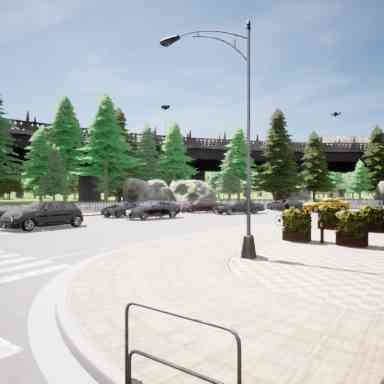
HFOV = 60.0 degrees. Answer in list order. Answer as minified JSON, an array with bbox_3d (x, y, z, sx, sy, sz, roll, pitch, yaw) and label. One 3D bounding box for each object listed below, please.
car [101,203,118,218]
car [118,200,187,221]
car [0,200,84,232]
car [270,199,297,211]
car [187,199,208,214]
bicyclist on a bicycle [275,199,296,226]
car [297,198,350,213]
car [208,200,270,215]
[{"bbox_3d":[-5.844,1.508,29.215,1.994,1.385,4.181,0,0,45],"label":"car"},{"bbox_3d":[-3.144,1.436,27.121,4.902,1.511,2.128,0,0,-44],"label":"car"},{"bbox_3d":[-8.940,1.297,20.050,2.097,1.767,4.553,0,0,37],"label":"car"},{"bbox_3d":[10.912,1.509,38.985,4.181,1.385,1.994,0,0,-13],"label":"car"},{"bbox_3d":[0.809,1.471,34.699,4.674,1.442,1.812,0,0,-30],"label":"car"},{"bbox_3d":[5.581,1.245,19.574,0.582,1.620,1.656,0,0,-44],"label":"bicyclist on a bicycle"},{"bbox_3d":[14.555,1.422,36.275,5.008,1.535,1.882,0,0,-7],"label":"car"},{"bbox_3d":[4.683,1.492,33.045,5.357,1.411,2.033,0,0,-26],"label":"car"}]
